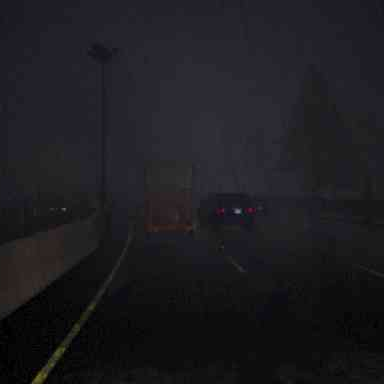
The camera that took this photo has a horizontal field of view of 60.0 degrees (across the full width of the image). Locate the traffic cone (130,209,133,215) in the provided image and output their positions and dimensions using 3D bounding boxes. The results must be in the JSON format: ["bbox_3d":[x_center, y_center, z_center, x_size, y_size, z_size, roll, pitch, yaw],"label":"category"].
[{"bbox_3d":[-5.261,1.700,28.751,0.340,0.580,0.340,0,1,-12],"label":"traffic cone"}]

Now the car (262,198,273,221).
[{"bbox_3d":[4.150,1.129,24.727,2.097,1.767,4.553,0,1,-13],"label":"car"}]

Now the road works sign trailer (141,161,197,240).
[{"bbox_3d":[-1.126,0.318,16.321,2.380,3.560,2.880,0,1,-12],"label":"road works sign trailer"}]

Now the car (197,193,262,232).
[{"bbox_3d":[1.801,1.049,19.121,2.150,2.045,5.566,0,0,-10],"label":"car"}]
